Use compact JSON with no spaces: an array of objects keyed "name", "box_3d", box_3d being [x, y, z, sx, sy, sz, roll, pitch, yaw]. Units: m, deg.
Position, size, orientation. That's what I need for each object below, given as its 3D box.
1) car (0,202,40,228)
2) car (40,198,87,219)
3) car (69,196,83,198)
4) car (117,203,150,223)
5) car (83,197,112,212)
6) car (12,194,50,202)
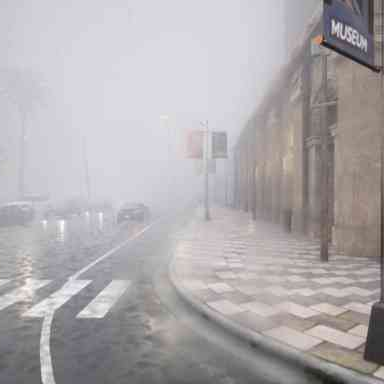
[{"name":"car","box_3d":[-11.656,1.547,20.120,2.033,1.411,5.357,0,0,2]},{"name":"car","box_3d":[-11.321,1.526,29.543,1.812,1.442,4.674,0,0,2]},{"name":"car","box_3d":[-14.353,1.352,40.737,2.097,1.767,4.553,0,0,3]},{"name":"car","box_3d":[-4.376,1.545,25.283,1.812,1.442,4.674,0,0,2]},{"name":"car","box_3d":[-10.904,1.526,39.423,1.812,1.442,4.674,0,0,2]},{"name":"car","box_3d":[-14.794,1.221,30.421,2.150,2.045,5.566,0,0,2]}]
